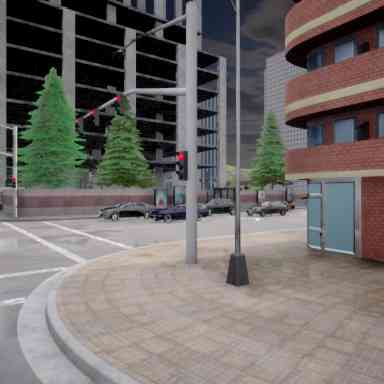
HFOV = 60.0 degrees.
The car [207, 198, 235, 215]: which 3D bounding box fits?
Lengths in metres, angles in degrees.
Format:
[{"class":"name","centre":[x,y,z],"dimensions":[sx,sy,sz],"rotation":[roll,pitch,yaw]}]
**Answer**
[{"class":"car","centre":[2.187,1.407,32.876],"dimensions":[4.553,1.767,2.097],"rotation":[0,0,-35]}]

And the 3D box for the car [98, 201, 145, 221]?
[{"class":"car","centre":[-5.295,1.547,27.576],"dimensions":[4.902,1.511,2.128],"rotation":[0,0,-35]}]

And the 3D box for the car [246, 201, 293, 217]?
[{"class":"car","centre":[7.345,1.581,32.236],"dimensions":[4.674,1.442,1.812],"rotation":[0,0,-35]}]

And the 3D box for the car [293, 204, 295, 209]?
[{"class":"car","centre":[9.582,1.656,38.117],"dimensions":[4.718,1.301,1.895],"rotation":[0,0,-35]}]

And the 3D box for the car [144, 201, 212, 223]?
[{"class":"car","centre":[-1.032,1.656,26.307],"dimensions":[4.718,1.301,1.895],"rotation":[0,0,-35]}]
